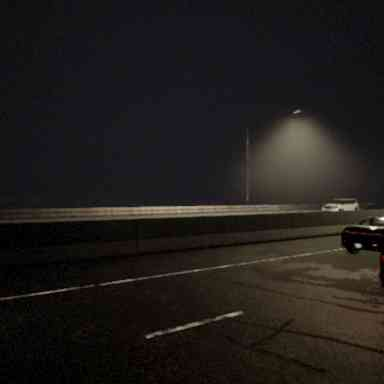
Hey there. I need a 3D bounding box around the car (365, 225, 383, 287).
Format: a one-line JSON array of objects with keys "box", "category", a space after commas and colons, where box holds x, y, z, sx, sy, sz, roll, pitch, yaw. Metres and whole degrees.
[{"box": [6.491, 1.610, 7.951, 5.008, 1.535, 1.882, 1, -1, -34], "category": "car"}]

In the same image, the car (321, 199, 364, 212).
[{"box": [18.571, 1.855, 41.500, 5.566, 2.045, 2.150, 1, -1, -34], "category": "car"}]

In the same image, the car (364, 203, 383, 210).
[{"box": [22.274, 2.123, 39.757, 4.892, 1.490, 1.837, 1, -1, -34], "category": "car"}]

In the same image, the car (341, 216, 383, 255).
[{"box": [7.883, 1.700, 13.089, 4.902, 1.511, 2.128, 1, -1, -34], "category": "car"}]
